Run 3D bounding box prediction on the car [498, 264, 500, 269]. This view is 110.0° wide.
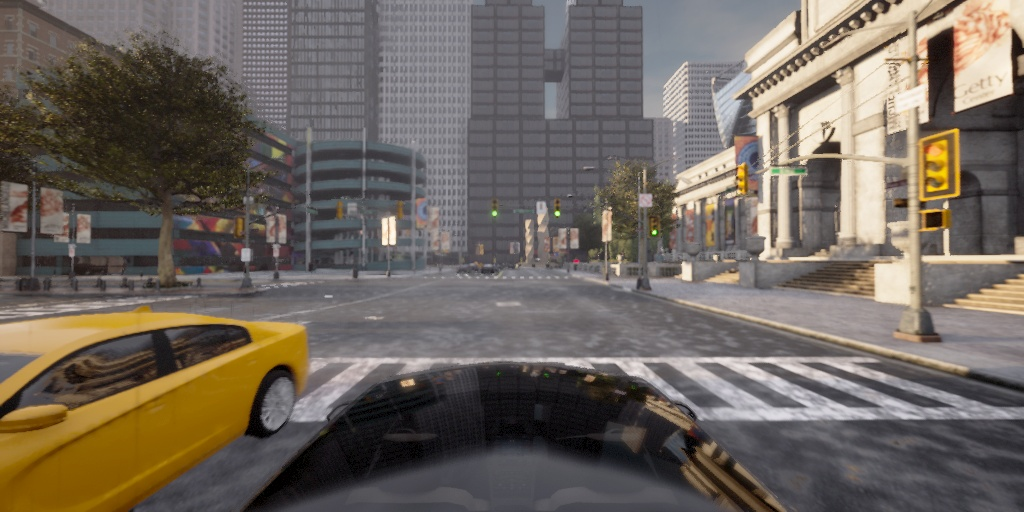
[{"bbox_3d":[-3.582,2.062,63.206,1.812,1.442,4.674,0,-1,0],"label":"car"}]

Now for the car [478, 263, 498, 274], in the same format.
[{"bbox_3d":[-3.581,1.898,54.174,1.882,1.535,5.008,0,-1,0],"label":"car"}]

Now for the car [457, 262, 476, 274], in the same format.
[{"bbox_3d":[-7.076,1.966,54.026,2.033,1.411,5.357,0,-1,0],"label":"car"}]

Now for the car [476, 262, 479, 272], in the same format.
[{"bbox_3d":[-7.065,2.022,63.852,1.882,1.535,5.008,0,-1,0],"label":"car"}]

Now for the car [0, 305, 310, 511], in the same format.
[{"bbox_3d":[-3.601,1.240,2.664,1.882,1.535,5.008,0,-1,0],"label":"car"}]
